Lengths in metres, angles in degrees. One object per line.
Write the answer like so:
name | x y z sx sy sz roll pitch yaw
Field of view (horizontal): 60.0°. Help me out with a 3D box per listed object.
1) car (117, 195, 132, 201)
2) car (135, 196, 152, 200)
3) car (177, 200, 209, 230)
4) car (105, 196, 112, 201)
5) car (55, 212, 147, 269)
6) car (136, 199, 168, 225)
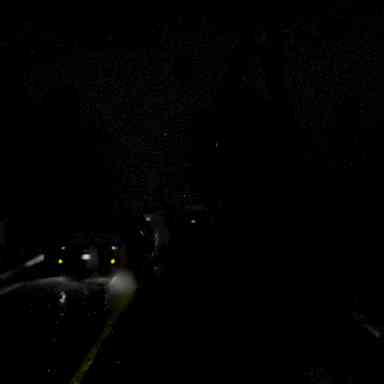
car | -18.751 1.619 92.144 4.097 1.590 1.967 0 1 0
car | -13.380 1.736 92.184 4.829 1.417 1.752 0 1 0
car | 0.074 1.486 21.096 1.882 1.535 5.008 0 0 0
car | -24.291 1.728 92.106 4.206 1.307 1.802 0 1 0
car | -2.853 1.567 10.980 1.994 1.385 4.181 0 0 0
car | -2.815 1.505 24.079 2.128 1.511 4.902 0 0 1
